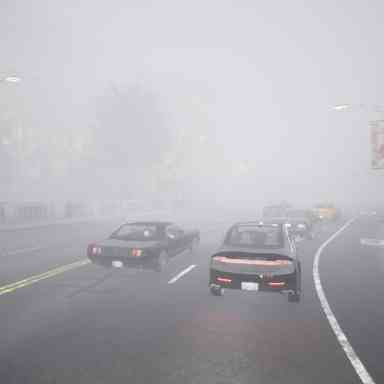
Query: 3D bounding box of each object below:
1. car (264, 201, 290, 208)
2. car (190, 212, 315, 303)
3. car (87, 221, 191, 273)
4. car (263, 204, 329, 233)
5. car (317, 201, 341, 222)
[{"bbox_3d":[7.256,1.501,27.283,2.128,1.511,4.902,0,0,30],"label":"car"},{"bbox_3d":[1.693,1.494,8.362,2.128,1.511,4.902,0,0,15],"label":"car"},{"bbox_3d":[-1.235,1.604,10.861,1.895,1.301,4.718,0,0,19],"label":"car"},{"bbox_3d":[5.555,1.553,17.316,2.033,1.411,5.357,0,0,29],"label":"car"},{"bbox_3d":[10.578,1.465,26.270,1.801,1.575,5.366,0,0,30],"label":"car"}]
